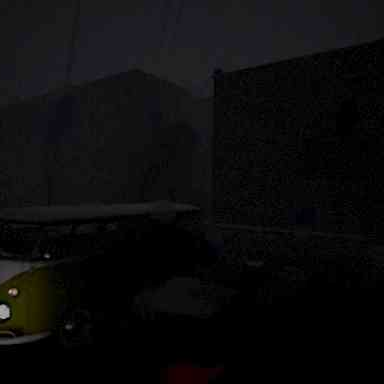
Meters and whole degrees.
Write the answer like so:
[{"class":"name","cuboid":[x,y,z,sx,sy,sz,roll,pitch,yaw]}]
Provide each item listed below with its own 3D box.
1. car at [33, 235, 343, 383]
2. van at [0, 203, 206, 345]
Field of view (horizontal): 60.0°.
[{"class":"car","cuboid":[0.678,1.504,4.507,2.002,1.452,4.674,1,0,36]},{"class":"van","cuboid":[-1.588,1.212,5.984,1.878,1.987,4.442,1,1,36]}]
